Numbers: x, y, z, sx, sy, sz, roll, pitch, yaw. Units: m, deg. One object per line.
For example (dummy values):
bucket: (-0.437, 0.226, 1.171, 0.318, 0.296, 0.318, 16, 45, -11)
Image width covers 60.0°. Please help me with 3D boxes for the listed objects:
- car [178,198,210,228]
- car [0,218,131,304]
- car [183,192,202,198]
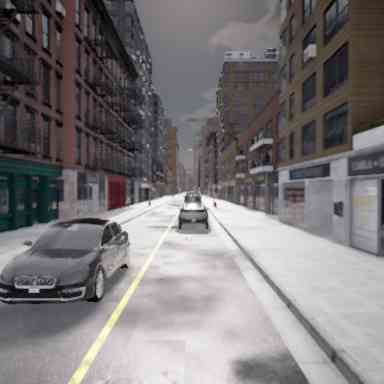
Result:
car: (0.101, 1.403, 21.366, 2.128, 1.511, 4.902, 0, 0, 0)
car: (-2.772, 1.470, 8.295, 1.837, 1.490, 4.892, 0, 0, 0)
car: (0.101, 1.046, 41.596, 2.150, 2.045, 5.566, 0, 1, 0)
